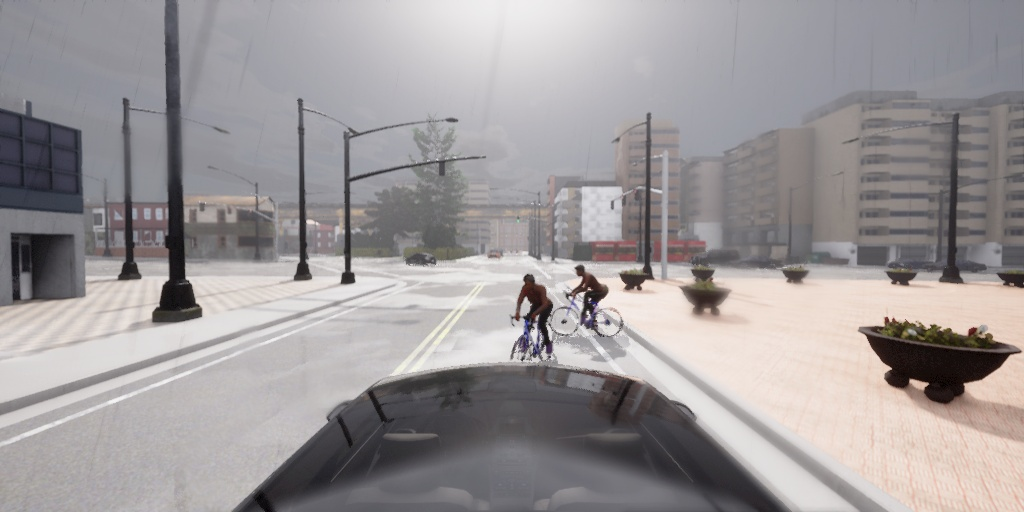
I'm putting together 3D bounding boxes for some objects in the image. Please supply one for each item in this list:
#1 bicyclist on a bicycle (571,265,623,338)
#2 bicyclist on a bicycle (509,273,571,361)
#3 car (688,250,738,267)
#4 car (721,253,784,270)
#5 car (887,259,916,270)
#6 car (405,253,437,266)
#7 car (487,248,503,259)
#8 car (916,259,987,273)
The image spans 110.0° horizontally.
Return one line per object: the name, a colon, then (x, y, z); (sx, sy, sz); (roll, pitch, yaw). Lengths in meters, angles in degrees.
bicyclist on a bicycle: (1.666, 1.020, 8.025); (1.656, 1.620, 0.582); (1, 1, 2)
bicyclist on a bicycle: (0.363, 1.093, 5.879); (0.582, 1.620, 1.656); (1, 4, 29)
car: (23.883, 0.291, 42.215); (5.566, 2.045, 2.150); (1, 1, 0)
car: (26.188, 0.733, 38.732); (5.357, 1.411, 2.033); (1, 1, 0)
car: (46.987, 0.991, 42.224); (4.181, 1.385, 1.994); (1, 1, 0)
car: (-10.480, 0.355, 41.224); (4.674, 1.442, 1.812); (1, 2, 42)
car: (-3.261, -0.356, 64.805); (2.097, 1.767, 4.553); (0, 1, 1)
car: (47.717, 1.067, 38.719); (5.357, 1.411, 2.033); (1, 1, 0)
